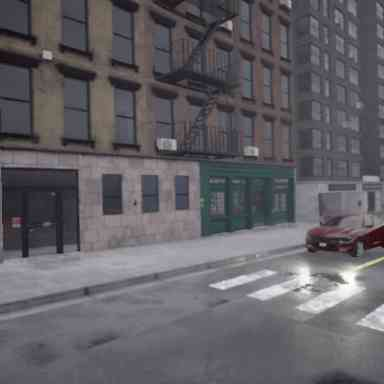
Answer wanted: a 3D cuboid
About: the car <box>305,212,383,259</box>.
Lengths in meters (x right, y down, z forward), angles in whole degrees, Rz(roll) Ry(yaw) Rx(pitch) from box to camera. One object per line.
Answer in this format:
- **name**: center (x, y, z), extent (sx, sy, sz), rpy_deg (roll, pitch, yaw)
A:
- **car**: center (6.487, 1.622, 13.557), extent (5.008, 1.535, 1.882), rpy_deg (1, -1, -43)
